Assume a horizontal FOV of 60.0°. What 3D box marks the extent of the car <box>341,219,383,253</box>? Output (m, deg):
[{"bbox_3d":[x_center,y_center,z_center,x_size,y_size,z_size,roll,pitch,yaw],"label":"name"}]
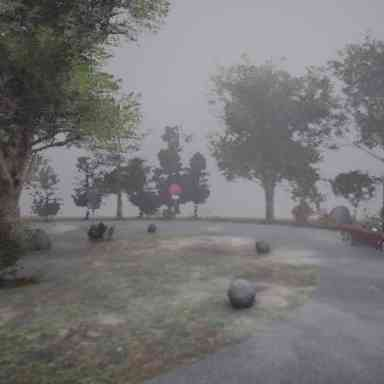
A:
[{"bbox_3d":[7.790,1.710,13.183,1.895,1.301,4.718,0,-1,-1],"label":"car"}]
